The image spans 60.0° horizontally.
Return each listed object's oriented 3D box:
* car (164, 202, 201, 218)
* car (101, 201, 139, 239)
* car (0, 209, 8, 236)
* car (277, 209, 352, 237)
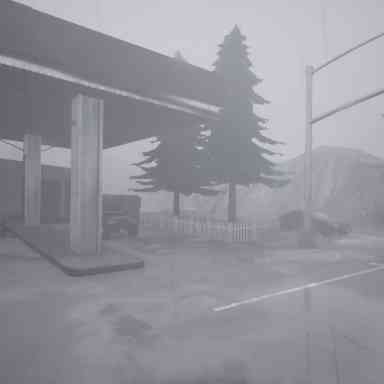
[{"bbox_3d":[-1.005,1.720,32.216,1.812,1.442,4.674,1,0,-35],"label":"car"},{"bbox_3d":[-4.534,1.447,18.268,1.905,1.878,3.866,1,0,-36],"label":"car"},{"bbox_3d":[-11.665,1.520,18.470,2.242,1.667,4.611,1,0,-36],"label":"car"},{"bbox_3d":[7.332,1.817,20.409,1.812,1.442,4.674,1,0,-35],"label":"car"}]
